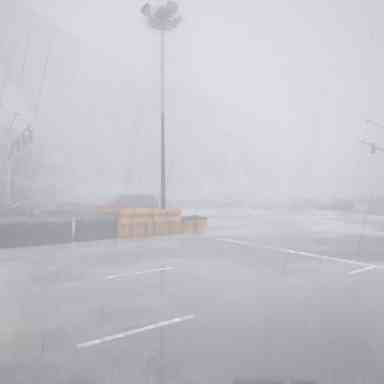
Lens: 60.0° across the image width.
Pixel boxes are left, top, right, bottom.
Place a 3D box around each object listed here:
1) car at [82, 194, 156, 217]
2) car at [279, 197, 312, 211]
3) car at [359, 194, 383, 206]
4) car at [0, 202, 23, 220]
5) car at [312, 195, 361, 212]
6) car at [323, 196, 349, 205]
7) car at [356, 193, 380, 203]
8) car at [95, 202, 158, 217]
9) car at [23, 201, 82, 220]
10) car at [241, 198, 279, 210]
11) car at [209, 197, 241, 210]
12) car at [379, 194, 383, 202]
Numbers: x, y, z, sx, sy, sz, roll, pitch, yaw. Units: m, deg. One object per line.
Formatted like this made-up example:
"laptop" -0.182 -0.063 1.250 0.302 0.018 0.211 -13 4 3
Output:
"car" -5.286 1.199 26.037 5.566 2.045 2.150 0 0 -36
"car" 13.049 1.370 39.166 4.902 1.511 2.128 0 0 -36
"car" 27.360 1.277 49.402 5.008 1.535 1.882 0 0 -35
"car" -14.203 1.525 28.254 4.674 1.442 1.812 0 0 -36
"car" 16.151 1.420 37.083 5.357 1.411 2.033 0 0 -36
"car" 24.195 1.396 55.730 4.718 1.301 1.895 0 0 -35
"car" 32.614 1.103 61.663 4.553 1.767 2.097 0 0 -36
"car" -3.805 1.580 22.793 4.718 1.301 1.895 0 0 -36
"car" -10.467 1.485 26.632 4.902 1.511 2.128 0 0 -36
"car" 8.971 1.437 40.551 5.357 1.411 2.033 0 0 -36
"car" 4.395 1.394 41.579 4.902 1.511 2.128 0 0 -36
"car" 39.951 1.235 66.983 4.902 1.511 2.128 0 0 -36
